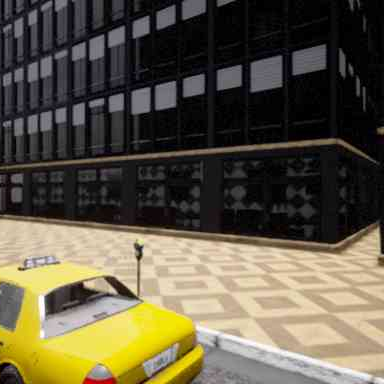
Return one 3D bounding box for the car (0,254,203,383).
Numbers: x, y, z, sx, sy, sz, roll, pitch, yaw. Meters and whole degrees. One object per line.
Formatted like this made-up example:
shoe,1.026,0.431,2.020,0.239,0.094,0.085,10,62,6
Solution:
car,-2.166,1.516,4.413,4.829,1.417,1.752,0,0,35
